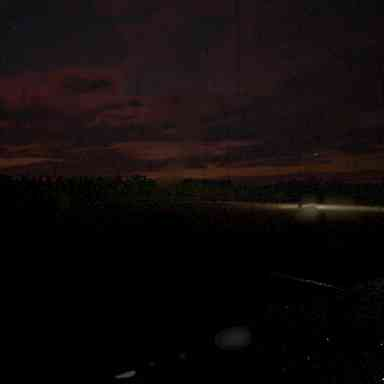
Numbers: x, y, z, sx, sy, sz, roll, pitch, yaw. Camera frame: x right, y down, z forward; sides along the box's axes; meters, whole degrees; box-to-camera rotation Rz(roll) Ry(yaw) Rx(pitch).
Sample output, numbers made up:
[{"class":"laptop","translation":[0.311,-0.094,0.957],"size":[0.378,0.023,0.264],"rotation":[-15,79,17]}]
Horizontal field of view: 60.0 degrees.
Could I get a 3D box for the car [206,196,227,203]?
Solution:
[{"class":"car","translation":[4.861,1.476,66.711],"size":[1.895,1.301,4.718],"rotation":[-1,1,-35]}]
